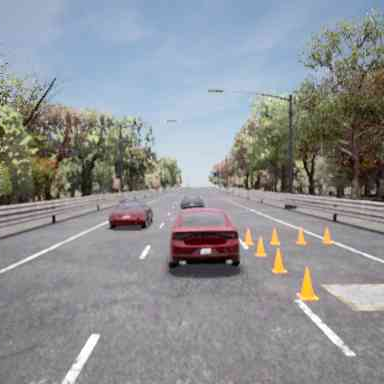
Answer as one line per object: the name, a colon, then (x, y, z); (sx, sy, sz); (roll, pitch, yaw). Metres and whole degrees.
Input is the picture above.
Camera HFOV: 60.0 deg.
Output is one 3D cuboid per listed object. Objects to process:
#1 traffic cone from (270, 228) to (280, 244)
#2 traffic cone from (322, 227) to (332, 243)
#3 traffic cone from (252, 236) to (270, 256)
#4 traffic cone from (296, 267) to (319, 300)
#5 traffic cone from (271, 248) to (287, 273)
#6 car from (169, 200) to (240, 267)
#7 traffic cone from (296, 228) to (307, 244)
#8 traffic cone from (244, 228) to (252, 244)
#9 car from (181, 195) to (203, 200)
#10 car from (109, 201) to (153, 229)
traffic cone: (3.140, 1.655, 12.605); (0.340, 0.580, 0.340); (-1, 1, -1)
traffic cone: (5.140, 1.637, 12.651); (0.340, 0.580, 0.340); (-1, 1, -1)
traffic cone: (2.188, 1.706, 10.583); (0.340, 0.580, 0.340); (-1, 1, -1)
traffic cone: (2.280, 1.789, 6.585); (0.340, 0.580, 0.340); (-1, 1, -1)
traffic cone: (2.234, 1.748, 8.584); (0.340, 0.580, 0.340); (-1, 1, -1)
car: (0.290, 1.244, 10.599); (1.882, 1.535, 5.008); (-1, 1, -1)
traffic cone: (4.140, 1.646, 12.628); (0.340, 0.580, 0.340); (-1, 1, -1)
traffic cone: (2.141, 1.664, 12.582); (0.340, 0.580, 0.340); (-1, 1, -1)
car: (0.027, 0.946, 28.713); (1.994, 1.385, 4.181); (-1, 1, -1)
car: (-3.345, 1.188, 18.811); (1.994, 1.385, 4.181); (-1, 1, -1)
